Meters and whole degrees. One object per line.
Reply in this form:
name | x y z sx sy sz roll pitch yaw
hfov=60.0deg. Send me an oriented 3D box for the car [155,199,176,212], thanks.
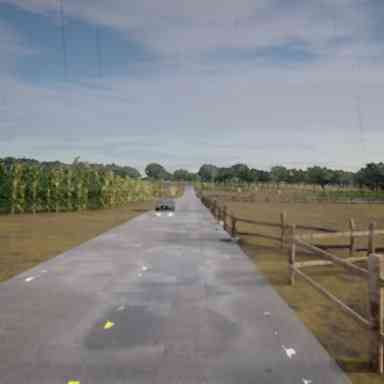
car | -2.791 1.397 35.523 1.994 1.385 4.181 0 0 1
